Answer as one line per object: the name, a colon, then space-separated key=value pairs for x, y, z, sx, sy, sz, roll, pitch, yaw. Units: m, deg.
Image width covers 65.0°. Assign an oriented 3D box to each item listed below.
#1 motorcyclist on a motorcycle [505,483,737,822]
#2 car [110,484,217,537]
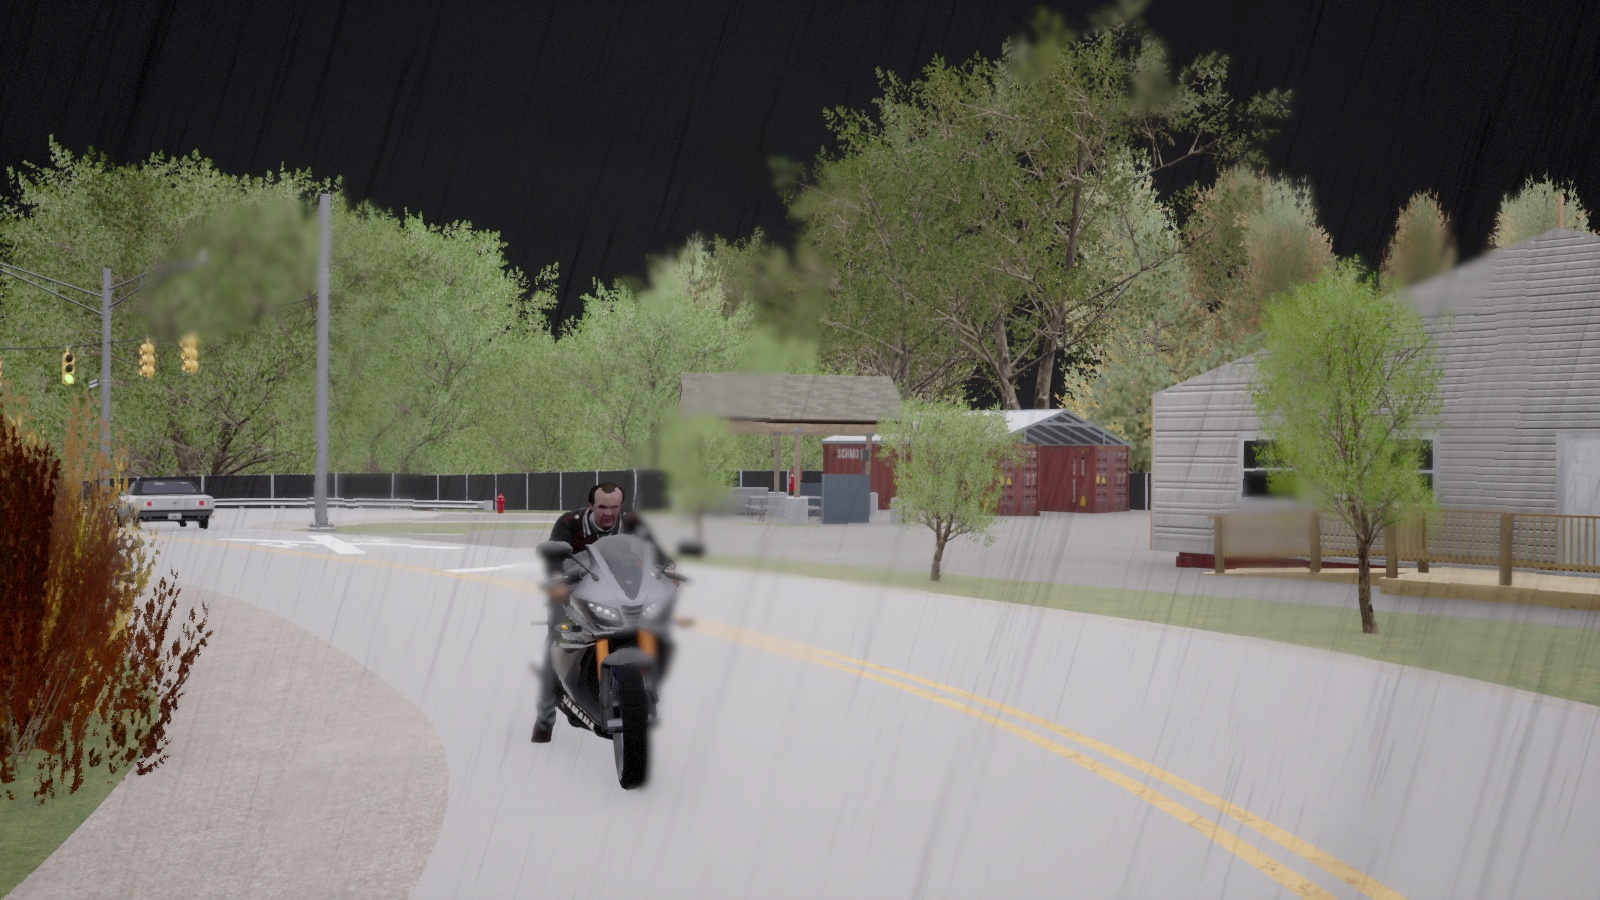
motorcyclist on a motorcycle: x=-1.077 y=0.965 z=6.969 sx=0.866 sy=1.530 sz=2.191 roll=0 pitch=-1 yaw=-19
car: x=-17.156 y=1.601 z=33.734 sx=1.895 sy=1.301 sz=4.718 roll=0 pitch=-2 yaw=-35
